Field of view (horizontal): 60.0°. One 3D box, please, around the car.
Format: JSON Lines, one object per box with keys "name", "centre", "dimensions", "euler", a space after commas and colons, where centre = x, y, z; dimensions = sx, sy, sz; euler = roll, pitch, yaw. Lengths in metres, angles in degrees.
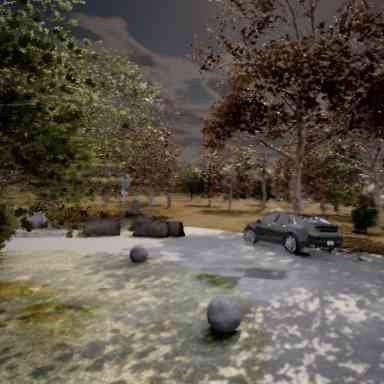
{"name": "car", "centre": [4.031, 1.635, 14.095], "dimensions": [1.837, 1.490, 4.892], "euler": [4, -3, -22]}
